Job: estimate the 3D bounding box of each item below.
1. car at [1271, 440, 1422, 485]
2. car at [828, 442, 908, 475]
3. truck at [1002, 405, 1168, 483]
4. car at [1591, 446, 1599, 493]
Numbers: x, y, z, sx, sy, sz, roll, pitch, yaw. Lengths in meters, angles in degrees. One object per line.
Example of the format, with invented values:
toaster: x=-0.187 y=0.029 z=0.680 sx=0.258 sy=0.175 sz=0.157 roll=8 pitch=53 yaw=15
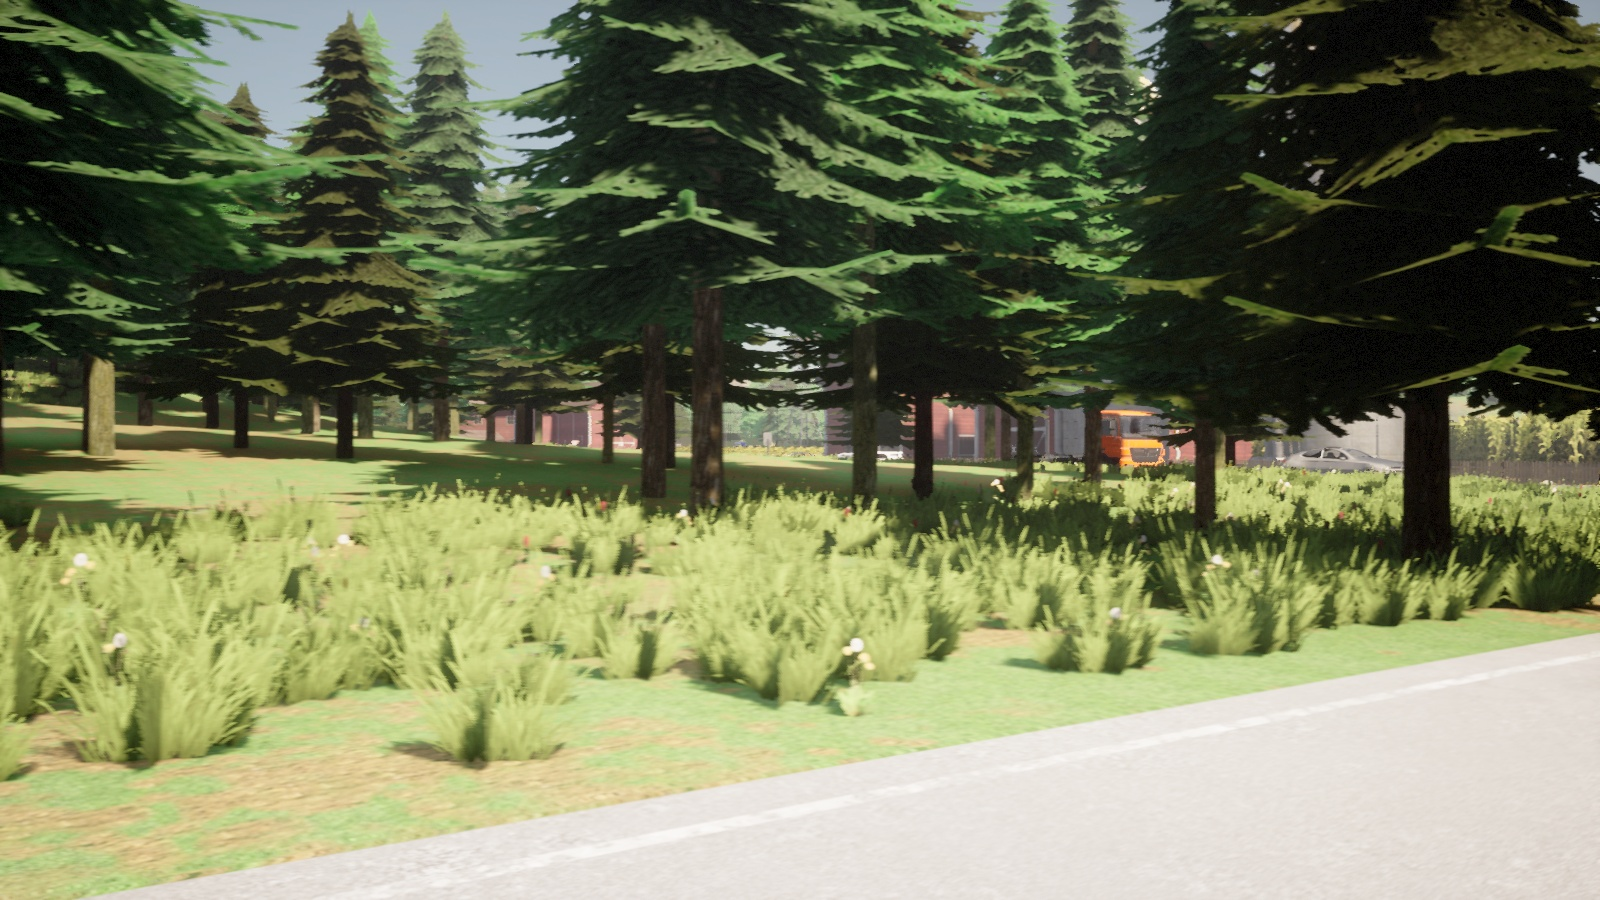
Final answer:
car: x=21.227 y=0.459 z=48.988 sx=2.152 sy=1.651 sz=5.027 roll=0 pitch=0 yaw=-34
car: x=4.286 y=0.511 z=80.040 sx=2.150 sy=2.045 sz=5.566 roll=0 pitch=0 yaw=-34
truck: x=13.521 y=-0.258 z=60.287 sx=2.891 sy=3.462 sz=7.936 roll=0 pitch=0 yaw=-34
car: x=27.871 y=0.620 z=39.246 sx=1.882 sy=1.535 sz=5.008 roll=0 pitch=0 yaw=-34
